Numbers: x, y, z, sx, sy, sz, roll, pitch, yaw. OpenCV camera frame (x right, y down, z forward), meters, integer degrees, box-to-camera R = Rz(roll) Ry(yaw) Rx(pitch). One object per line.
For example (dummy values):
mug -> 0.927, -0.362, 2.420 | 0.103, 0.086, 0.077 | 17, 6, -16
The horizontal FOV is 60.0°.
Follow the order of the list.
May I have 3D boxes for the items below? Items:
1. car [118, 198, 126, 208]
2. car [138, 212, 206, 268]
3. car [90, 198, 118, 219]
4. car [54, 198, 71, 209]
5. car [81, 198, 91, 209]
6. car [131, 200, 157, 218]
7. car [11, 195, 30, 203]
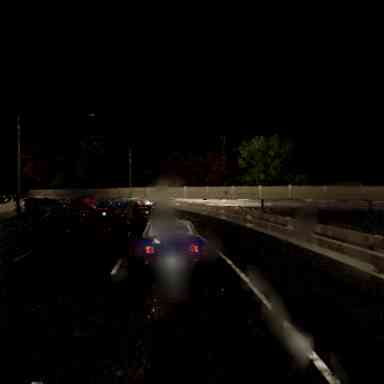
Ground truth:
car -> -10.753, 1.589, 47.209 | 1.994, 1.385, 4.181 | 0, 0, -25
car -> -0.765, 1.599, 11.309 | 1.895, 1.301, 4.718 | 0, 0, -6
car -> -7.868, 1.526, 29.619 | 1.837, 1.490, 4.892 | 0, 0, -16
car -> -17.730, 1.560, 45.671 | 1.837, 1.490, 4.892 | 0, 0, -25
car -> -14.289, 1.566, 46.585 | 1.812, 1.442, 4.674 | 0, 0, -25
car -> -4.399, 1.497, 30.209 | 2.128, 1.511, 4.902 | 0, 0, -16
car -> -37.867, 1.652, 74.230 | 4.902, 1.511, 2.128 | 0, 0, 44
